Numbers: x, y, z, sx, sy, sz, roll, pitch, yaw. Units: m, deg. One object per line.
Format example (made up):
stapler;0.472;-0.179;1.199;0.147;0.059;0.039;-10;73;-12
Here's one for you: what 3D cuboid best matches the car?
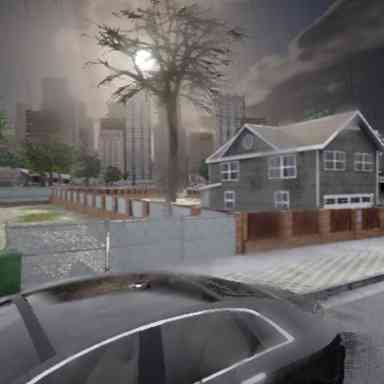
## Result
car;-0.832;1.502;2.417;4.892;1.490;1.837;-1;0;-35
